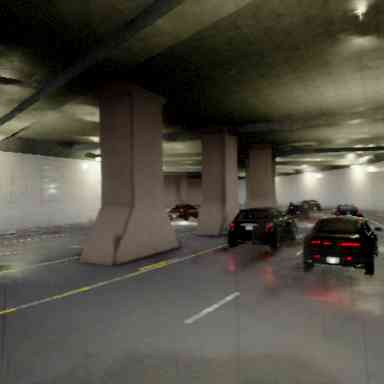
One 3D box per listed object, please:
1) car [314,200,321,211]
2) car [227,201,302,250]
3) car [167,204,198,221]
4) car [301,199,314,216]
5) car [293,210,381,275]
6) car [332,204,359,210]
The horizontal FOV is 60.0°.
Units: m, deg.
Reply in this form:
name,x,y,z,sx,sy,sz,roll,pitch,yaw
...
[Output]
name,x,y,z,sx,sy,sz,roll,pitch,yaw
car,14.451,1.673,41.444,1.837,1.490,4.892,0,-1,0
car,3.299,1.449,15.059,2.097,1.767,4.553,-1,-1,29
car,-0.808,1.871,31.386,1.812,1.442,4.674,-1,-1,19
car,10.101,1.642,32.126,2.128,1.511,4.902,-1,-1,14
car,4.892,1.528,10.737,1.837,1.490,4.892,-1,-1,31
car,11.657,1.614,25.223,1.994,1.385,4.181,-1,-1,20
